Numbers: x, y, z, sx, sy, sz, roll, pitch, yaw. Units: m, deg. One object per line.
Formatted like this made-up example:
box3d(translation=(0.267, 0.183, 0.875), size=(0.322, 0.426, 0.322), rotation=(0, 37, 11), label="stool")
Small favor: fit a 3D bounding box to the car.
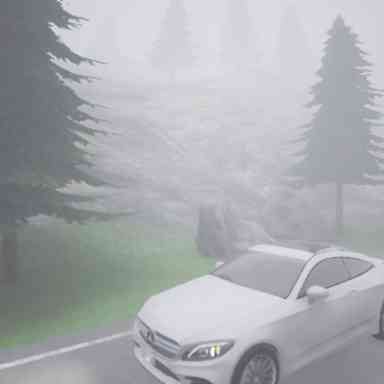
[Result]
box3d(translation=(1.421, 1.526, 4.987), size=(4.674, 1.442, 1.812), rotation=(0, 0, -35), label="car")
